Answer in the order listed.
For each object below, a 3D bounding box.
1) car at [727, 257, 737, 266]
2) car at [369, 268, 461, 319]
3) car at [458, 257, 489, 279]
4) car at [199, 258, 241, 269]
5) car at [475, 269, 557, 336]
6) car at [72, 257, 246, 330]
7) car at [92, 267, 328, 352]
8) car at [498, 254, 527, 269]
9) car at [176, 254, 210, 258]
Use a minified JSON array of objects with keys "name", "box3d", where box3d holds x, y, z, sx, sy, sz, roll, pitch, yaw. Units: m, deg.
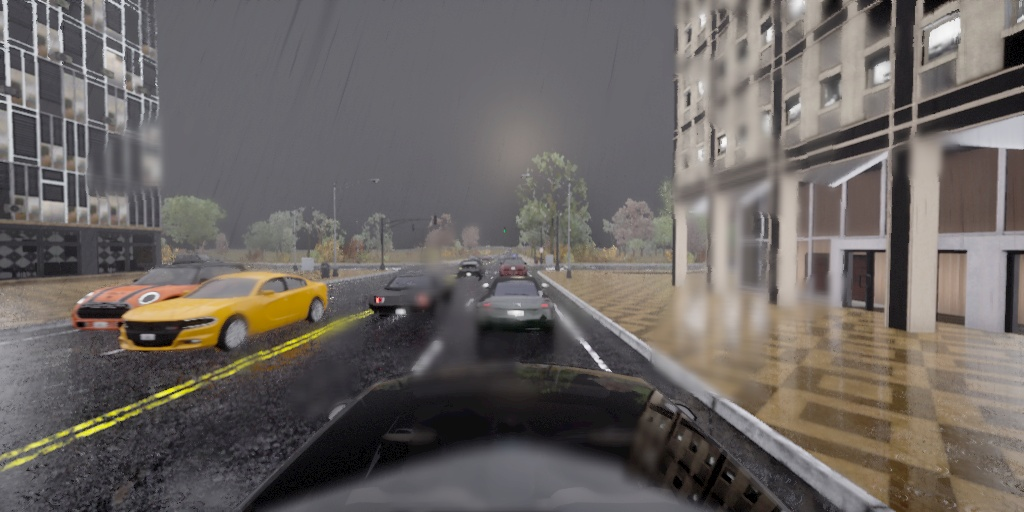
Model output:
[{"name":"car","box3d":[31.915,0.822,52.401,4.181,1.385,1.994,0,1,3]},{"name":"car","box3d":[-3.153,1.275,12.472,1.895,1.301,4.718,0,0,0]},{"name":"car","box3d":[-3.152,1.057,28.556,1.837,1.490,4.892,0,0,0]},{"name":"car","box3d":[-40.373,1.018,49.598,4.181,1.385,1.994,0,1,3]},{"name":"car","box3d":[0.096,1.255,10.151,1.994,1.385,4.181,0,0,0]},{"name":"car","box3d":[-9.848,1.038,10.824,2.097,1.767,4.553,0,0,0]},{"name":"car","box3d":[-6.599,1.176,8.991,1.882,1.535,5.008,0,0,0]},{"name":"car","box3d":[0.097,0.906,28.490,2.097,1.767,4.553,0,1,0]},{"name":"car","box3d":[-40.461,0.749,46.330,5.566,2.045,2.150,0,1,3]}]
